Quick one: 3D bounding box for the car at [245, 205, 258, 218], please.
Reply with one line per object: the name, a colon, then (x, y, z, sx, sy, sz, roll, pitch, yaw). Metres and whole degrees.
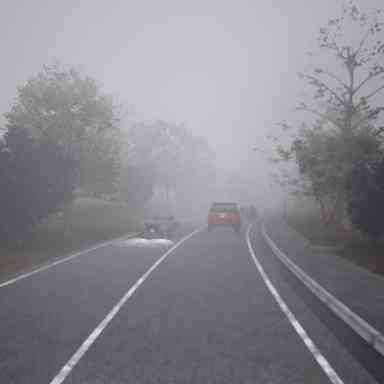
car: (7.064, 2.381, 41.451, 2.128, 1.511, 4.902, 1, -1, 18)

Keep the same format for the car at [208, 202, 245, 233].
car: (2.466, 1.733, 24.053, 2.150, 2.045, 5.566, 1, -1, 11)

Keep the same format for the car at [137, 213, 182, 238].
car: (-1.893, 1.958, 20.235, 1.994, 1.385, 4.181, 0, -1, 9)
